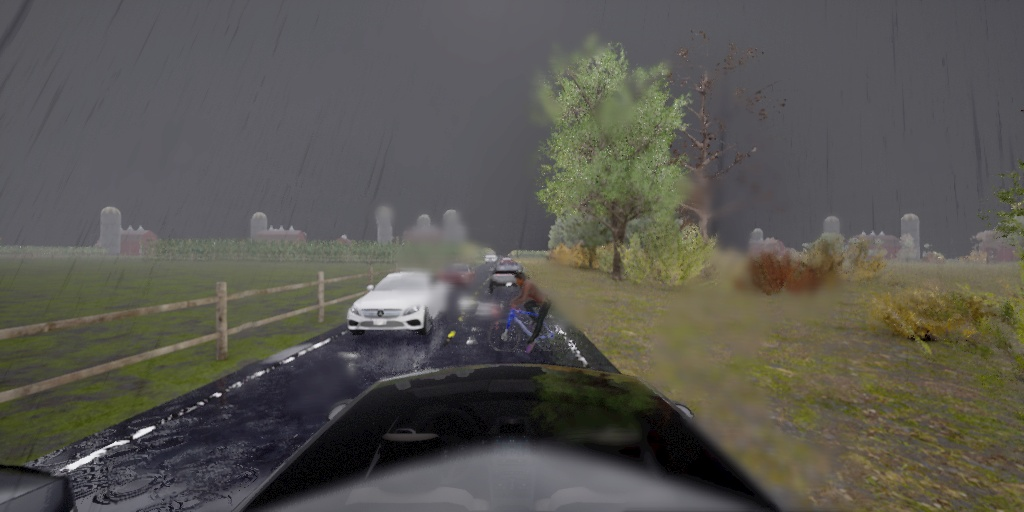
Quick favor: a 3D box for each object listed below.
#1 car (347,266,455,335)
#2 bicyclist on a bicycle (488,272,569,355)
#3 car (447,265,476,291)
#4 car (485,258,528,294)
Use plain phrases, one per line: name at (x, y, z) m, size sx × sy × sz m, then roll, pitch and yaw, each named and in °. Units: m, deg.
car at (-2.987, 1.192, 10.355) m, size 1.812 × 1.442 × 4.674 m, roll 0°, pitch 0°, yaw -1°
bicyclist on a bicycle at (0.327, 1.151, 7.208) m, size 1.656 × 1.620 × 0.582 m, roll 0°, pitch 0°, yaw -1°
car at (-3.150, 1.170, 20.435) m, size 1.895 × 1.301 × 4.718 m, roll 0°, pitch 1°, yaw -1°
car at (-0.181, 1.074, 18.944) m, size 2.128 × 1.511 × 4.902 m, roll 0°, pitch 1°, yaw -1°
